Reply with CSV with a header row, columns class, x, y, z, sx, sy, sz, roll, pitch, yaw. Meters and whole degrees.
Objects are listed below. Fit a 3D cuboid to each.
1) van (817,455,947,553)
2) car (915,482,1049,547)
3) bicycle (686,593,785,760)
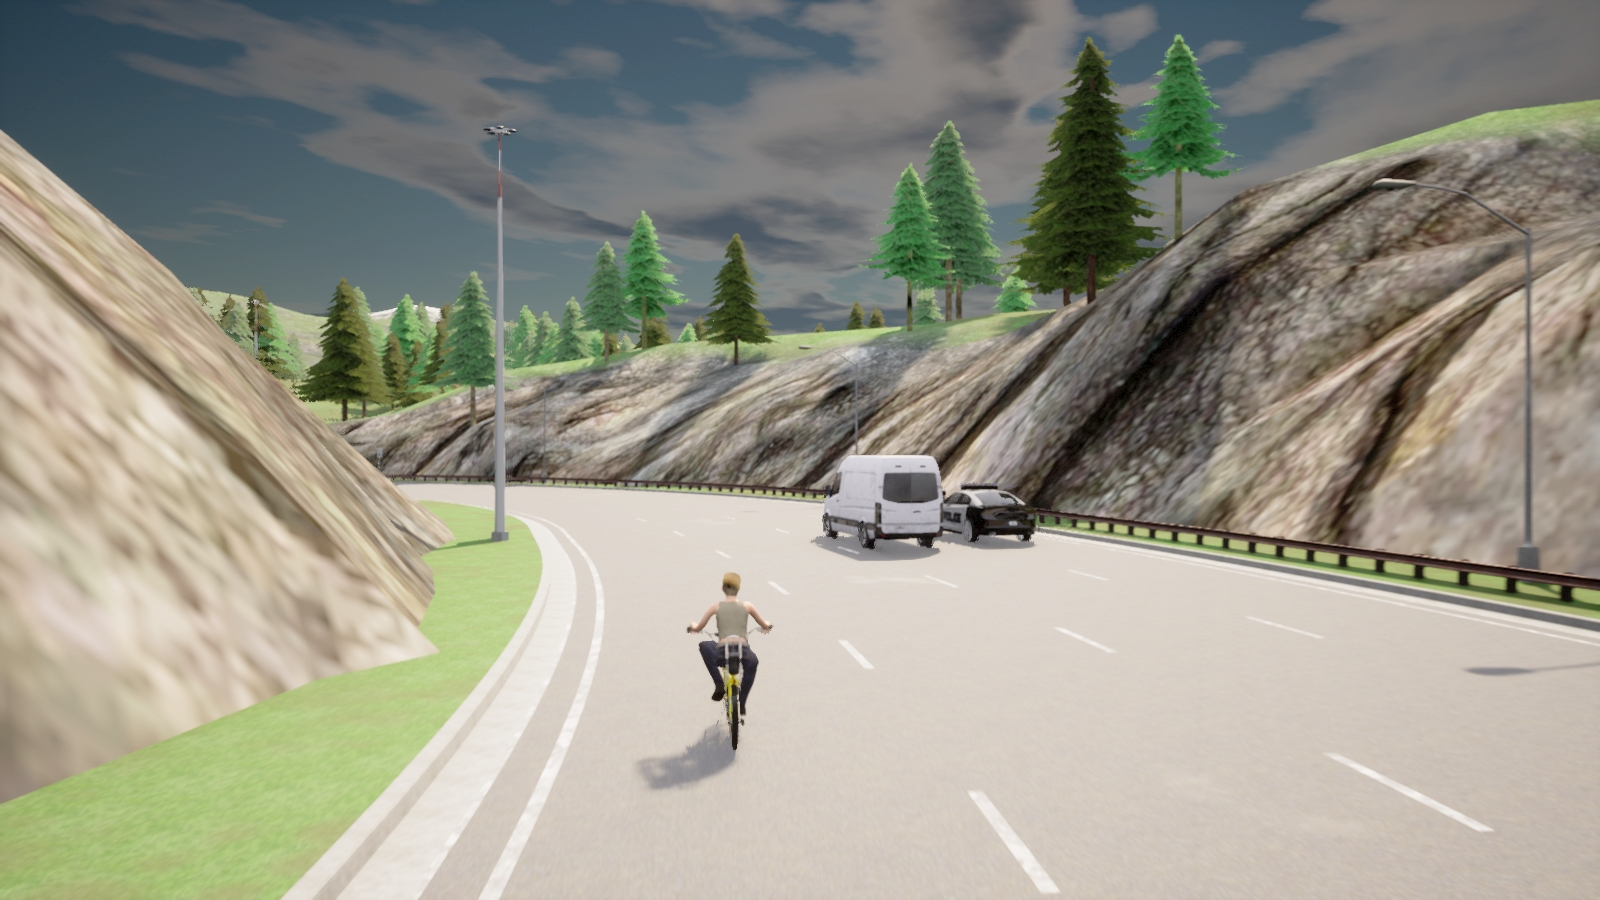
class,x,y,z,sx,sy,sz,roll,pitch,yaw
van,2.247,1.436,33.338,1.988,2.561,5.915,0,0,-14
car,5.400,1.879,34.749,2.097,1.638,5.238,0,0,-14
bicycle,-0.653,2.123,10.994,0.859,1.276,1.487,-1,0,-6
